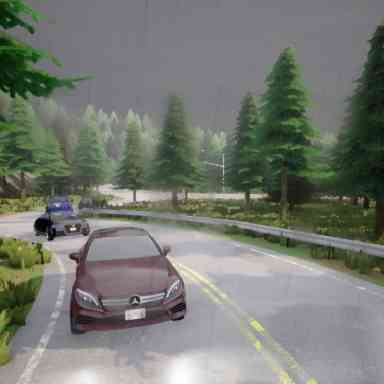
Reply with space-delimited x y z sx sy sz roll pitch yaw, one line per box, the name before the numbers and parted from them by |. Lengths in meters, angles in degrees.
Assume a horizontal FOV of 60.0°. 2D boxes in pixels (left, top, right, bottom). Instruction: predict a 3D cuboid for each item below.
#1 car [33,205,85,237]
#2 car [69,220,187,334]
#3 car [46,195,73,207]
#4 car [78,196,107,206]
car | -7.029 1.664 17.758 1.994 1.385 4.181 -4 2 -38
car | -1.511 1.523 7.052 1.812 1.442 4.674 -2 0 -17
car | -12.815 1.326 32.224 2.150 2.045 5.566 -1 0 -18
car | -12.657 1.289 42.809 2.097 1.767 4.553 2 2 13
